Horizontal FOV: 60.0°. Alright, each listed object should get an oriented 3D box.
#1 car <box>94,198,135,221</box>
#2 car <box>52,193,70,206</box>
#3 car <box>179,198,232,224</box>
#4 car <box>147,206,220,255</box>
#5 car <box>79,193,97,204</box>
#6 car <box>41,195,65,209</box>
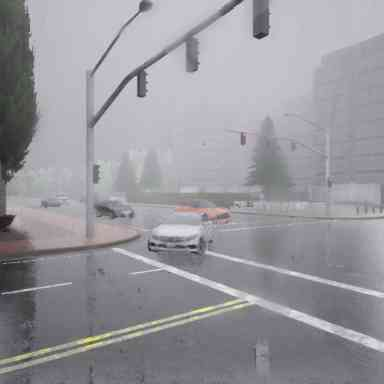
[{"bbox_3d":[-6.449,1.491,27.643,2.128,1.511,4.902,0,0,-36],"label":"car"},{"bbox_3d":[-22.158,1.211,55.688,2.150,2.045,5.566,0,0,-36],"label":"car"},{"bbox_3d":[0.749,1.352,23.831,2.097,1.767,4.553,0,0,-37],"label":"car"},{"bbox_3d":[-0.212,1.526,13.527,1.812,1.442,4.674,1,0,12],"label":"car"},{"bbox_3d":[-20.389,1.221,65.395,2.150,2.045,5.566,0,0,-36],"label":"car"},{"bbox_3d":[-19.509,1.505,45.866,1.837,1.490,4.892,0,0,-35],"label":"car"}]
